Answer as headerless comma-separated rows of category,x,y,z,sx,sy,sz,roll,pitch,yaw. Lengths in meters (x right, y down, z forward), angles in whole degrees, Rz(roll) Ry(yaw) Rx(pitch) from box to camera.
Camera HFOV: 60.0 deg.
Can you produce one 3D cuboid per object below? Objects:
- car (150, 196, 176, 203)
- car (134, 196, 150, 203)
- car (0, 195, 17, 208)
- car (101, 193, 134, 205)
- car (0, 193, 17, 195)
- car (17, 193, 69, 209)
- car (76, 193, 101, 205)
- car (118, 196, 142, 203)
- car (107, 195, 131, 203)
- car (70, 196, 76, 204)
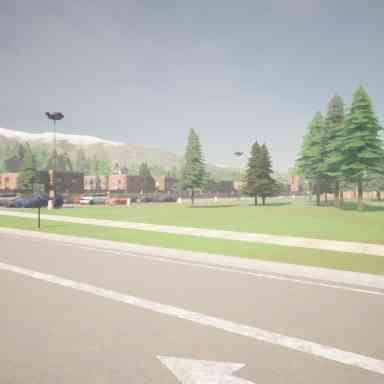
car,-5.347,1.547,67.355,2.033,1.411,5.357,0,0,35
car,-9.351,1.525,67.714,1.812,1.442,4.674,0,0,35
car,-23.722,1.547,47.295,2.033,1.411,5.357,0,0,35
car,-12.710,1.351,56.922,2.097,1.767,4.553,0,0,35
car,-29.294,1.222,51.535,2.150,2.045,5.566,0,0,35
car,-20.455,1.219,45.856,2.150,2.045,5.566,0,0,35
car,-16.580,1.216,57.488,2.150,2.045,5.566,0,1,35
car,-12.767,1.525,68.911,2.128,1.511,4.902,0,0,35
car,-15.564,1.478,71.018,1.882,1.535,5.008,0,0,35
car,-18.728,1.225,60.505,2.150,2.045,5.566,0,-1,35
